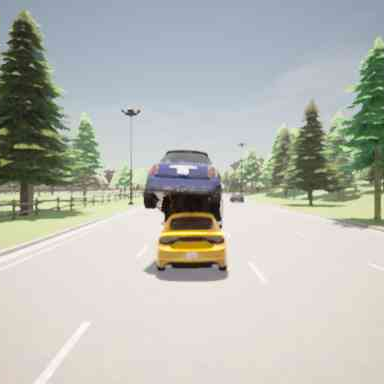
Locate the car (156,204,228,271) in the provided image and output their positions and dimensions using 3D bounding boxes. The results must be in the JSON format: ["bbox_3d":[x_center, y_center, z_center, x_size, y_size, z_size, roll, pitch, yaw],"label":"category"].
[{"bbox_3d":[-0.006,1.362,10.476,1.882,1.535,5.008,-1,0,0],"label":"car"}]

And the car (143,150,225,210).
[{"bbox_3d":[-0.030,-0.024,10.830,2.097,1.767,4.553,3,-14,7],"label":"car"}]

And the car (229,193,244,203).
[{"bbox_3d":[6.994,0.856,51.917,2.128,1.511,4.902,0,1,0],"label":"car"}]
